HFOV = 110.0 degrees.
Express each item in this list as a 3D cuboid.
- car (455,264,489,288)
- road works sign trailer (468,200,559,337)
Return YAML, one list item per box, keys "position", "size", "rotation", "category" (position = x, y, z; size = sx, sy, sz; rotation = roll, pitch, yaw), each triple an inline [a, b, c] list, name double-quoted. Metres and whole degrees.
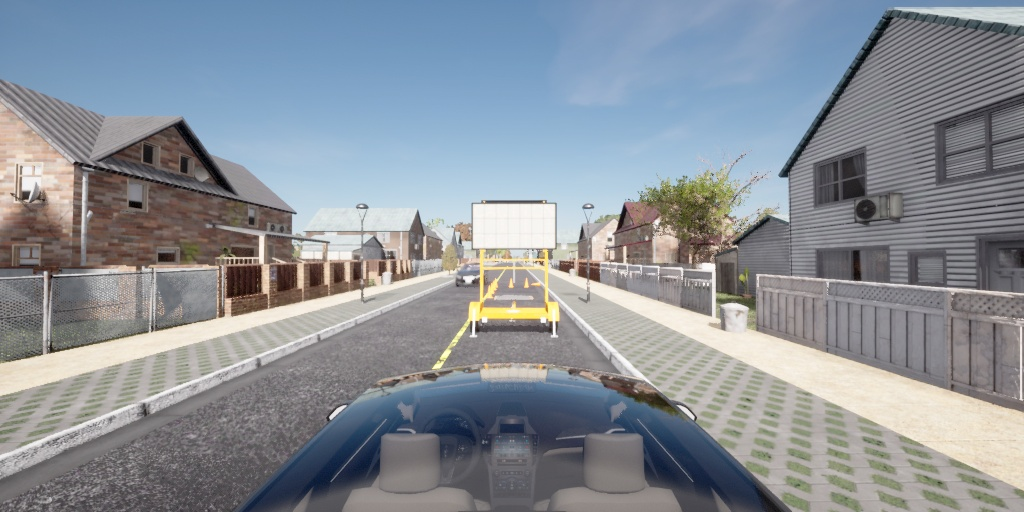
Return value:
- position: [-2.631, 1.269, 24.218]
  size: [2.128, 1.511, 4.902]
  rotation: [0, 0, 0]
  category: "car"
- position: [0.060, 0.220, 10.255]
  size: [2.380, 3.560, 2.880]
  rotation: [0, 0, 1]
  category: "road works sign trailer"
